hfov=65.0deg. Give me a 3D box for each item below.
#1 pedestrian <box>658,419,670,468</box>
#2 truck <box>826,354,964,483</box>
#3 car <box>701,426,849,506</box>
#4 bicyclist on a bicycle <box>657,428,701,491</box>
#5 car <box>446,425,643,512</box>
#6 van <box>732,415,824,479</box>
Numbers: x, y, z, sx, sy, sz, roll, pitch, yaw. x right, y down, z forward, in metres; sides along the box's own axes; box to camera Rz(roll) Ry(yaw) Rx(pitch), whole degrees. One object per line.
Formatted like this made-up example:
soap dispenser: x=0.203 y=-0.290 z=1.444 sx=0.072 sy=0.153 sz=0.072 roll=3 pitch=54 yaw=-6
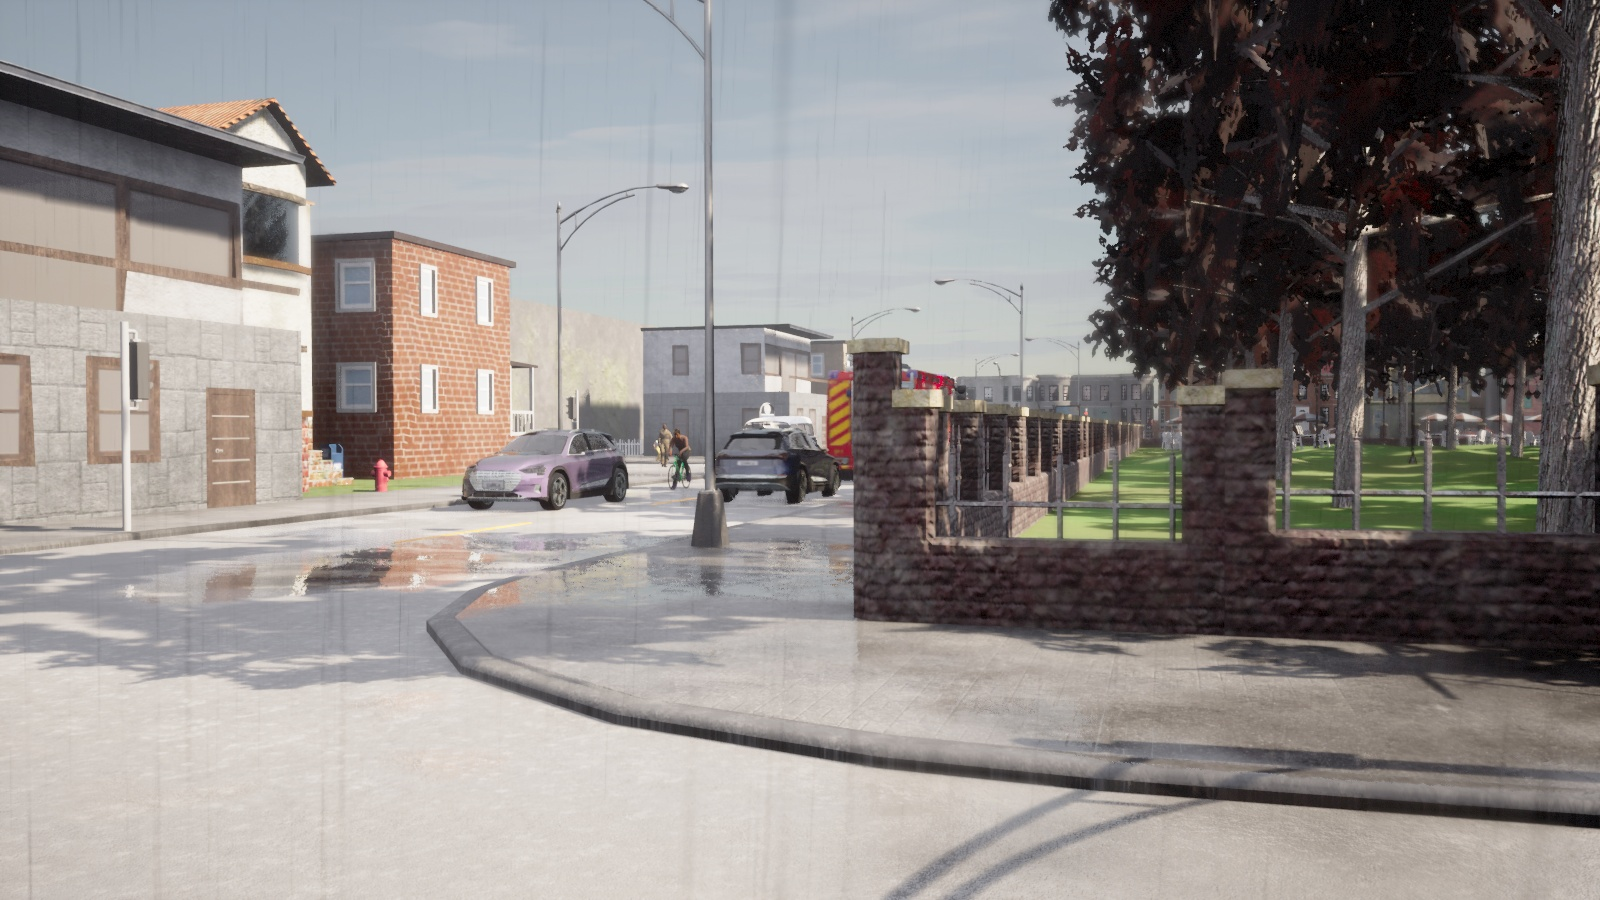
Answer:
pedestrian: x=-5.458 y=-0.260 z=50.418 sx=0.396 sy=1.930 sz=0.692 roll=0 pitch=1 yaw=-2
truck: x=3.365 y=-0.995 z=41.782 sx=2.891 sy=3.827 sz=8.468 roll=0 pitch=1 yaw=16
car: x=-0.460 y=0.297 z=28.603 sx=2.033 sy=1.649 sz=4.856 roll=0 pitch=1 yaw=16
bicyclist on a bicycle: x=-3.213 y=0.231 z=33.505 sx=0.582 sy=1.620 sz=1.656 roll=0 pitch=1 yaw=16
car: x=-5.234 y=0.313 z=26.510 sx=2.033 sy=1.649 sz=4.856 roll=0 pitch=1 yaw=16
van: x=-0.667 y=-0.132 z=42.320 sx=2.069 sy=2.038 sz=4.480 roll=0 pitch=1 yaw=13
